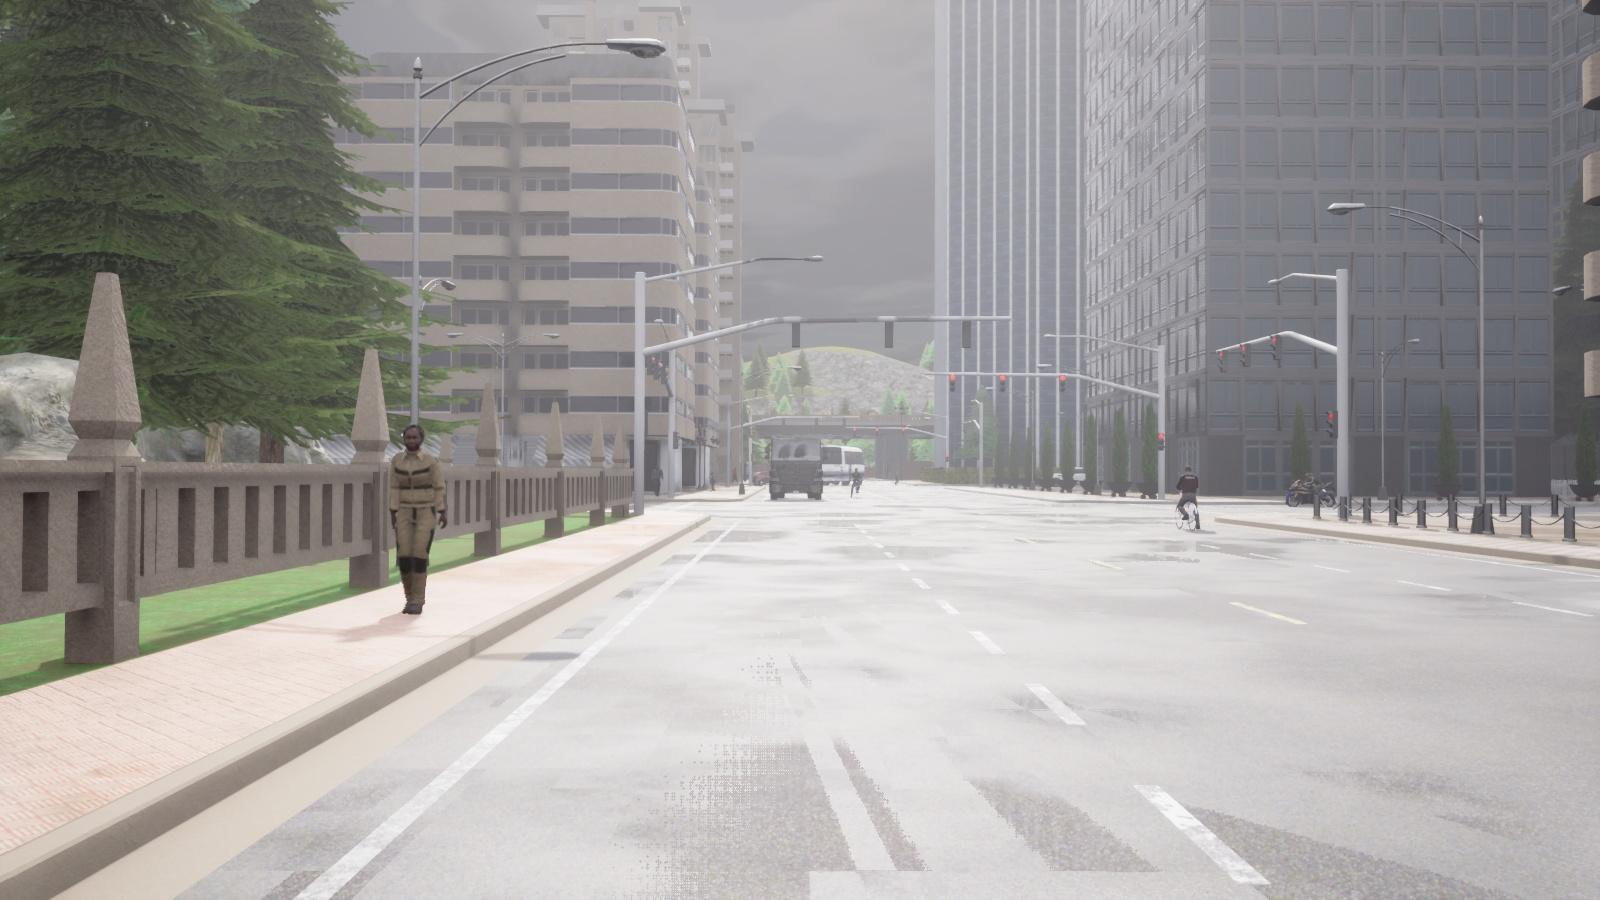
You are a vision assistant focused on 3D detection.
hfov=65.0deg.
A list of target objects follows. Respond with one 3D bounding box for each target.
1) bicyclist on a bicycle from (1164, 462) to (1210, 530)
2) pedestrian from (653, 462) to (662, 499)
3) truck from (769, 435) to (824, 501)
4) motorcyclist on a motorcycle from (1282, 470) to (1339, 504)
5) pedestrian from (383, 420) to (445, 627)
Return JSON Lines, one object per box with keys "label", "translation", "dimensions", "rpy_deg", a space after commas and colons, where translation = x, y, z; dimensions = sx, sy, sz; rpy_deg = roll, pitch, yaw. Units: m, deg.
{"label": "bicyclist on a bicycle", "translation": [10.403, 1.210, 33.844], "dimensions": [0.659, 1.776, 1.843], "rpy_deg": [0, -1, 0]}
{"label": "pedestrian", "translation": [-7.601, 1.616, 66.854], "dimensions": [0.423, 1.949, 0.788], "rpy_deg": [0, -1, -4]}
{"label": "truck", "translation": [-0.204, 1.010, 70.268], "dimensions": [2.891, 3.462, 7.936], "rpy_deg": [0, -1, 0]}
{"label": "motorcyclist on a motorcycle", "translation": [22.751, 1.641, 55.963], "dimensions": [2.191, 1.530, 0.866], "rpy_deg": [0, -1, 0]}
{"label": "pedestrian", "translation": [-3.705, 0.690, 12.087], "dimensions": [0.396, 1.930, 0.692], "rpy_deg": [0, -1, -2]}
